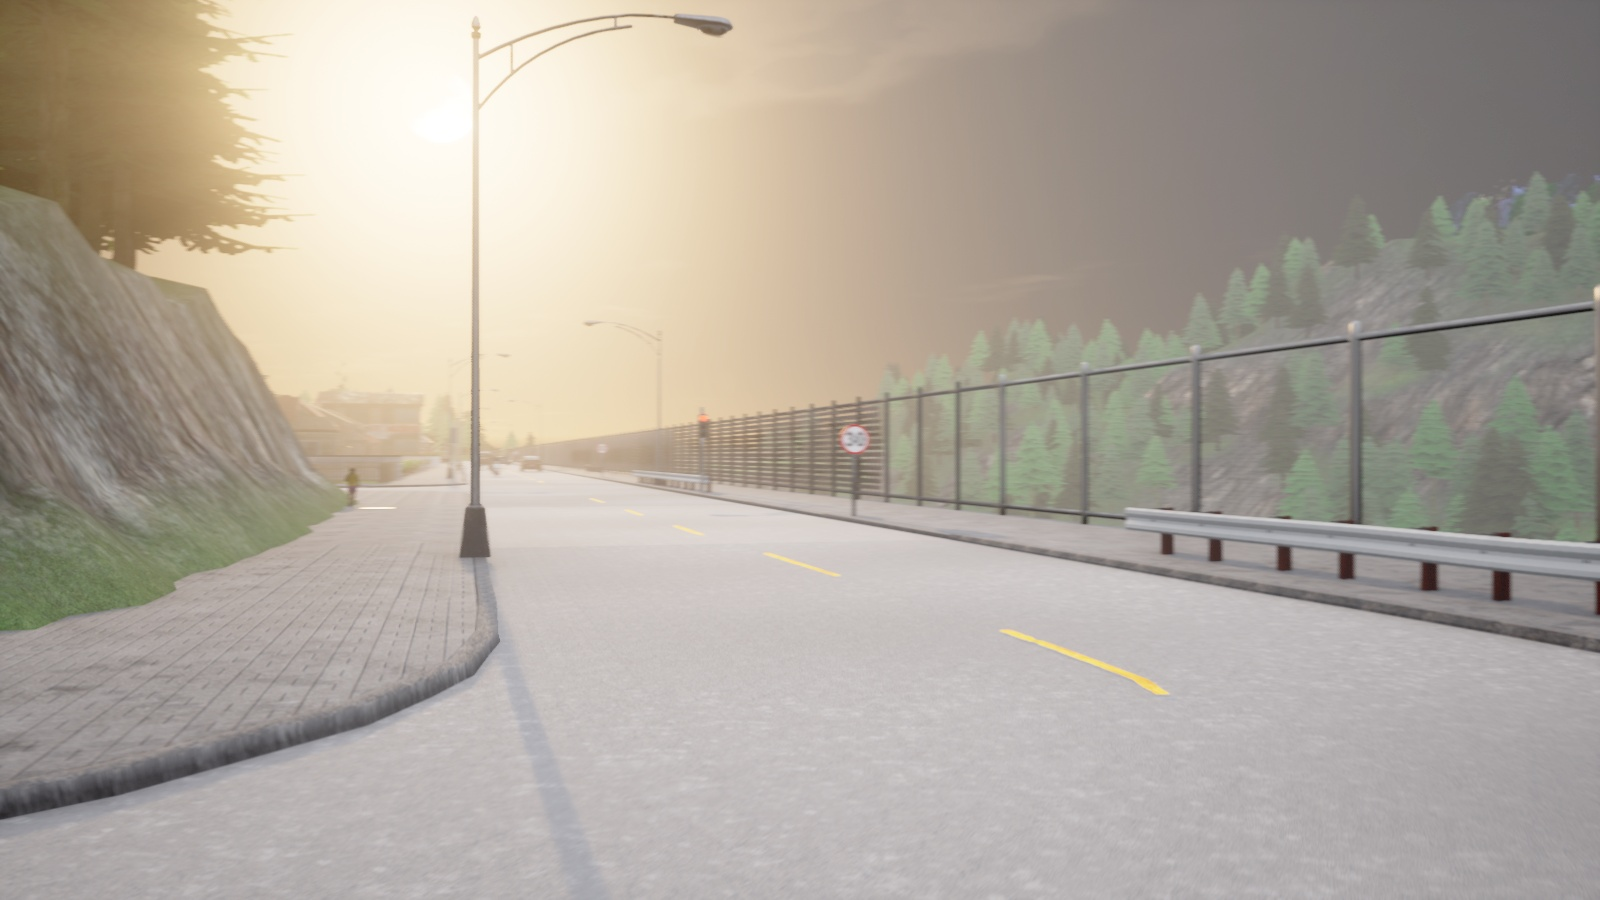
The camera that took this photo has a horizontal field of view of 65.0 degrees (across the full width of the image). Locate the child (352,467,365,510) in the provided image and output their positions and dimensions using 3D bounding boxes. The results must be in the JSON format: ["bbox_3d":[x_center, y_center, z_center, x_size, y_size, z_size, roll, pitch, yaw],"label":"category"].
[{"bbox_3d":[-12.114,1.046,34.495,0.299,1.160,0.473,0,0,-15],"label":"child"}]
